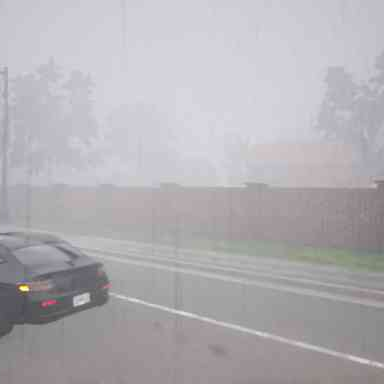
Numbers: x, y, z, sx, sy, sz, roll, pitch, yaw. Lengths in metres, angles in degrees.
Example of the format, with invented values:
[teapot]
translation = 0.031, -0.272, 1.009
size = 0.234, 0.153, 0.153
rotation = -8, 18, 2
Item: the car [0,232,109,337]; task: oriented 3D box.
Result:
[car]
translation = -3.607, 1.526, 6.566
size = 4.674, 1.442, 1.812
rotation = 0, 0, 35
